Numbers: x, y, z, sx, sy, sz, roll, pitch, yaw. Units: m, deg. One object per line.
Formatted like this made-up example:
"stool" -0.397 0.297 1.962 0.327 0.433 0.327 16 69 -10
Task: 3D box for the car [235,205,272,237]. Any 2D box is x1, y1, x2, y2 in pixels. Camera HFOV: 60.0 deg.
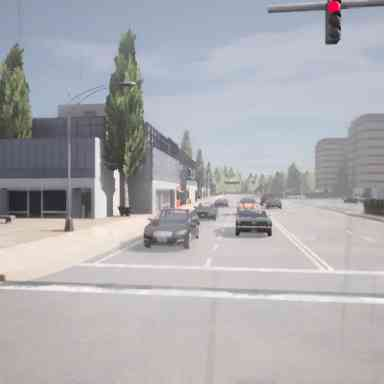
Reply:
"car" 3.344 1.598 18.384 1.895 1.301 4.718 0 0 8

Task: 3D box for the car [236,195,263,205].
"car" 5.282 1.348 31.395 2.097 1.767 4.553 0 0 8

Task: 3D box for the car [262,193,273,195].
"car" 12.368 1.213 54.632 2.150 2.045 5.566 0 0 8

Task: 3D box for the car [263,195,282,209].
"car" 10.929 1.485 44.591 2.128 1.511 4.902 0 0 9

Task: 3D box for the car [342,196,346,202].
"car" 31.834 1.140 64.746 4.605 1.855 1.932 0 0 7

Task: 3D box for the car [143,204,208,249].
"car" -0.741 1.490 14.696 2.128 1.511 4.902 0 0 8

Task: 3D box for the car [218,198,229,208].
"car" 4.314 1.559 48.184 1.994 1.385 4.181 0 0 9

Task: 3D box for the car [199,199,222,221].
"car" 1.089 1.560 27.007 1.994 1.385 4.181 0 0 8

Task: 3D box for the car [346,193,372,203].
"car" 31.428 1.144 61.880 3.866 1.878 1.905 0 0 7

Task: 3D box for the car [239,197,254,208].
"car" 7.947 1.486 48.740 2.128 1.511 4.902 0 0 9
